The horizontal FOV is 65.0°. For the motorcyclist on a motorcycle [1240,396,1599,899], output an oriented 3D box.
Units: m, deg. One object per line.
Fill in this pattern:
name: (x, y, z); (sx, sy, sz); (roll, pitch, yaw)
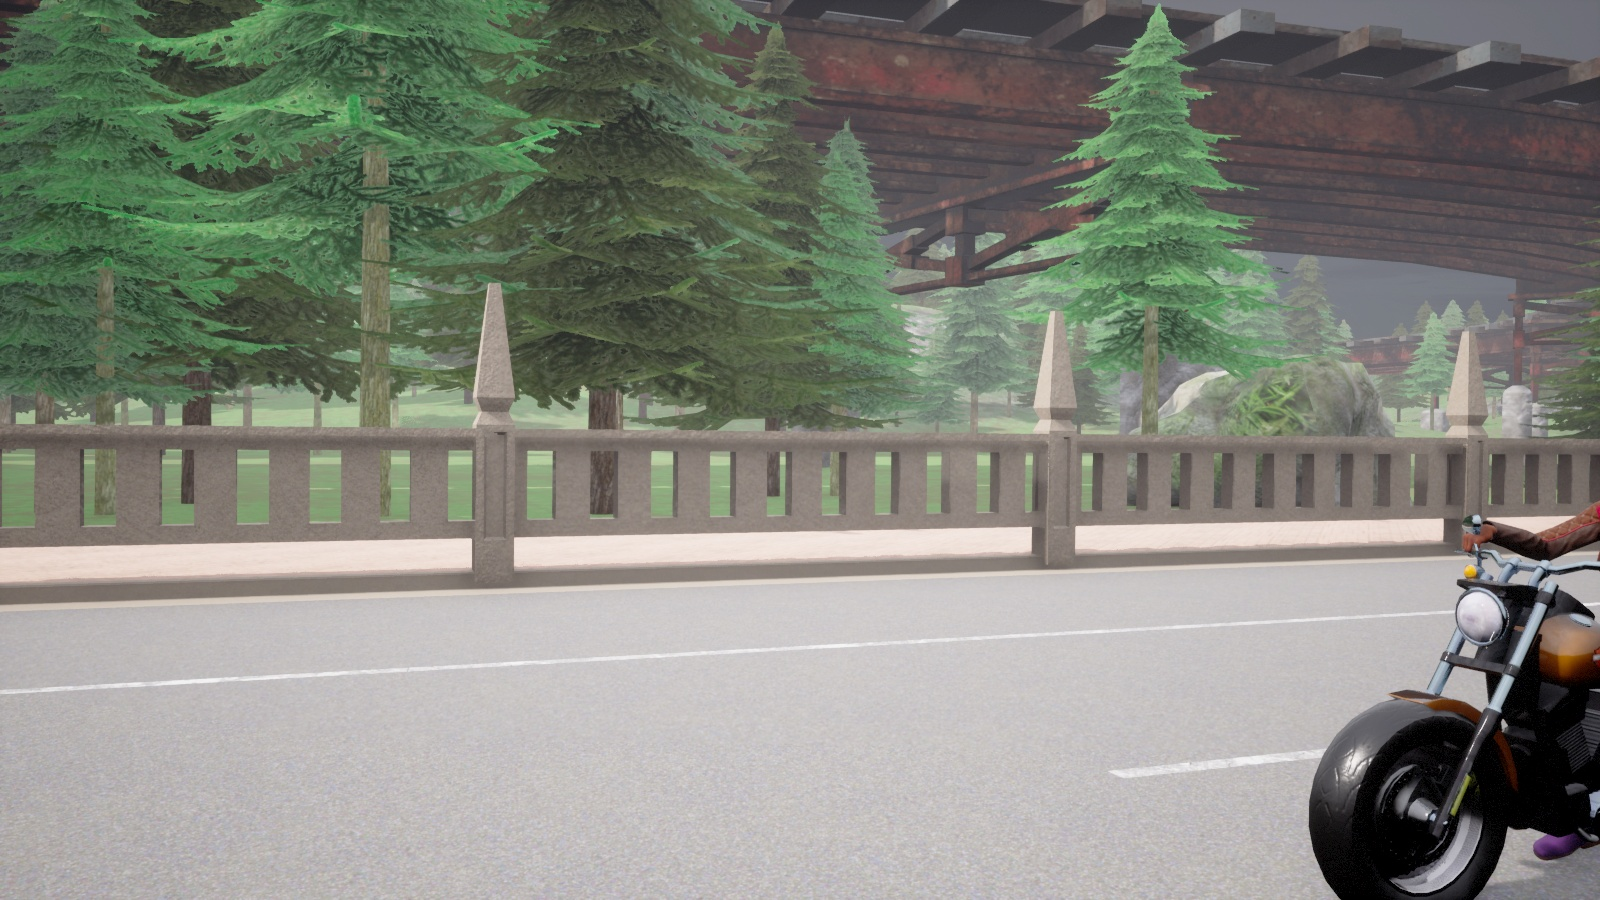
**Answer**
motorcyclist on a motorcycle: (2.716, 0.650, 4.271); (2.350, 1.649, 0.766); (-1, 1, -21)
